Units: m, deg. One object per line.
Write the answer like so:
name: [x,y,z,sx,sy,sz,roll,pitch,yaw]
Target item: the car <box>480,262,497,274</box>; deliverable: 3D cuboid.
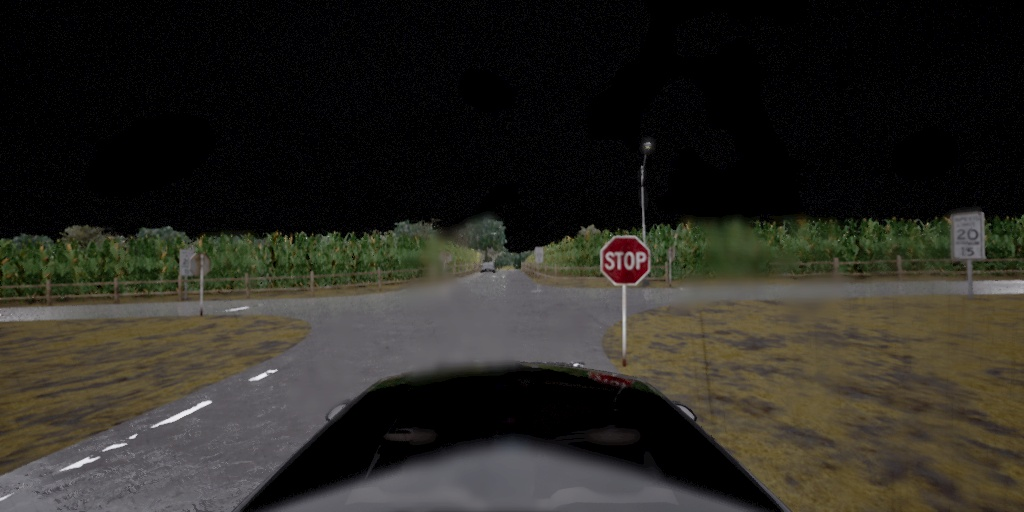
car: [-2.970,1.503,45.738,1.837,1.490,4.892,0,0,0]
